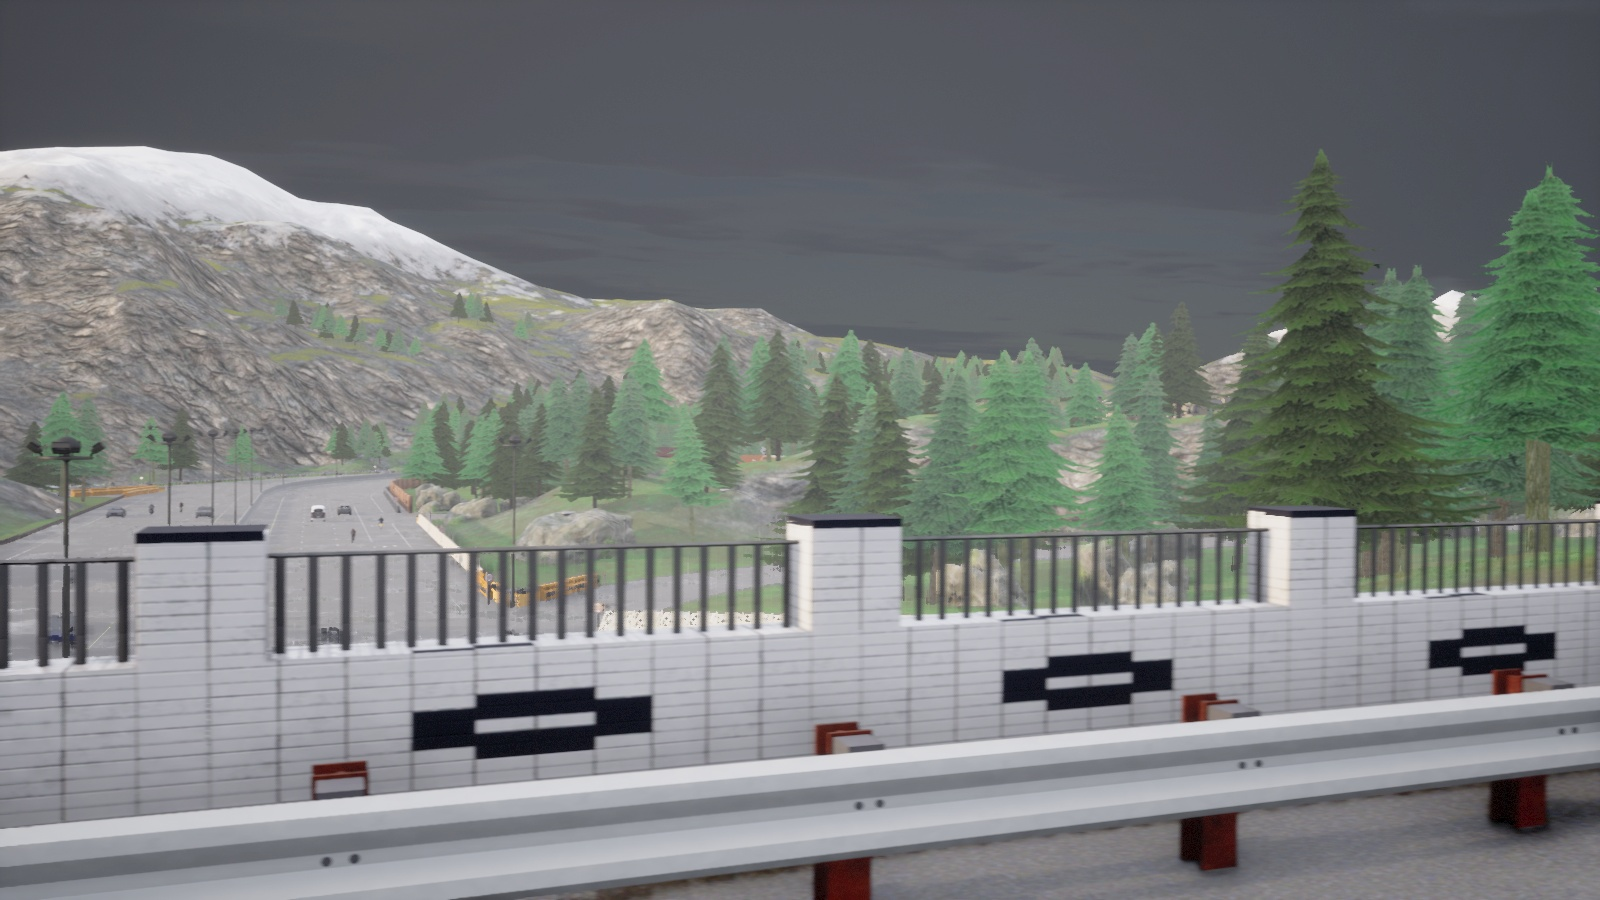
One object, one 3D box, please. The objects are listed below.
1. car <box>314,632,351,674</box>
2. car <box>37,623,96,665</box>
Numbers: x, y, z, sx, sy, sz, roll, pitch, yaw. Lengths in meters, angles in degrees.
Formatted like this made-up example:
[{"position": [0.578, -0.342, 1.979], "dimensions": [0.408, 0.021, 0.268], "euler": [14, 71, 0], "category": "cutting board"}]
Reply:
[{"position": [-25.260, 10.935, 67.786], "dimensions": [1.789, 1.549, 3.705], "euler": [-1, 1, -21], "category": "car"}, {"position": [-41.756, 11.023, 71.579], "dimensions": [2.163, 1.488, 4.792], "euler": [-1, 1, -21], "category": "car"}]
